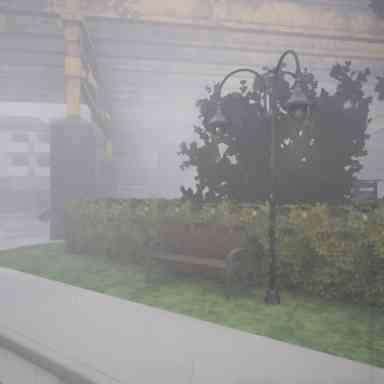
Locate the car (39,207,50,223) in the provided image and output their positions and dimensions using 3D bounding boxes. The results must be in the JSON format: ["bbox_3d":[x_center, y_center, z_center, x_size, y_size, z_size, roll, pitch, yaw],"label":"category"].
[{"bbox_3d":[-9.256,1.379,25.598,4.553,1.767,2.097,0,0,-9],"label":"car"}]
